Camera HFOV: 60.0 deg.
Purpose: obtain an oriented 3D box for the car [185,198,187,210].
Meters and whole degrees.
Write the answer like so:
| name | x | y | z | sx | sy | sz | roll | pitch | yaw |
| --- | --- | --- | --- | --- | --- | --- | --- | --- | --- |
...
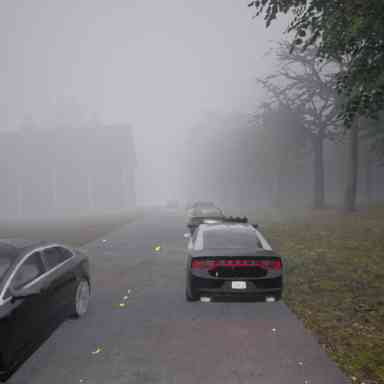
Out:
| name | x | y | z | sx | sy | sz | roll | pitch | yaw |
| --- | --- | --- | --- | --- | --- | --- | --- | --- | --- |
| car | 0.025 | 1.827 | 45.697 | 2.033 | 1.411 | 5.357 | 0 | -1 | 1 |

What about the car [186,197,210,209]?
| name | x | y | z | sx | sy | sz | roll | pitch | yaw |
| --- | --- | --- | --- | --- | --- | --- | --- | --- | --- |
| car | 0.822 | 1.447 | 24.300 | 2.097 | 1.767 | 4.553 | 0 | 0 | 0 |

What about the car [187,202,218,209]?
| name | x | y | z | sx | sy | sz | roll | pitch | yaw |
| --- | --- | --- | --- | --- | --- | --- | --- | --- | --- |
| car | 0.824 | 1.532 | 18.327 | 1.882 | 1.535 | 5.008 | 0 | 0 | 0 |

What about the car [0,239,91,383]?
| name | x | y | z | sx | sy | sz | roll | pitch | yaw |
| --- | --- | --- | --- | --- | --- | --- | --- | --- | --- |
| car | -2.852 | 1.494 | 4.561 | 2.128 | 1.511 | 4.902 | 0 | 0 | 0 |

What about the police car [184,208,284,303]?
| name | x | y | z | sx | sy | sz | roll | pitch | yaw |
| --- | --- | --- | --- | --- | --- | --- | --- | --- | --- |
| police car | 0.824 | 1.437 | 8.434 | 1.930 | 1.638 | 5.238 | 0 | 0 | 0 |

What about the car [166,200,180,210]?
| name | x | y | z | sx | sy | sz | roll | pitch | yaw |
| --- | --- | --- | --- | --- | --- | --- | --- | --- | --- |
| car | -2.753 | 1.859 | 49.364 | 2.033 | 1.411 | 5.357 | 0 | 0 | 0 |
